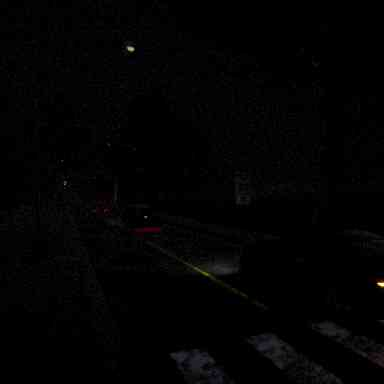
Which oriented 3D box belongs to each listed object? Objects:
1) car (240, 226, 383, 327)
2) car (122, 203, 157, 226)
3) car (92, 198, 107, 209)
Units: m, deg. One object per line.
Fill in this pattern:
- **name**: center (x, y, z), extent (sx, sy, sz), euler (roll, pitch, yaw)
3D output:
- **car**: center (2.748, 1.450, 6.926), extent (1.812, 1.442, 4.674), euler (-2, 0, -21)
- **car**: center (-4.015, 1.562, 24.763), extent (1.882, 1.535, 5.008), euler (-2, 0, -21)
- **car**: center (-14.868, 1.758, 53.385), extent (2.097, 1.767, 4.553), euler (-2, 0, -20)
